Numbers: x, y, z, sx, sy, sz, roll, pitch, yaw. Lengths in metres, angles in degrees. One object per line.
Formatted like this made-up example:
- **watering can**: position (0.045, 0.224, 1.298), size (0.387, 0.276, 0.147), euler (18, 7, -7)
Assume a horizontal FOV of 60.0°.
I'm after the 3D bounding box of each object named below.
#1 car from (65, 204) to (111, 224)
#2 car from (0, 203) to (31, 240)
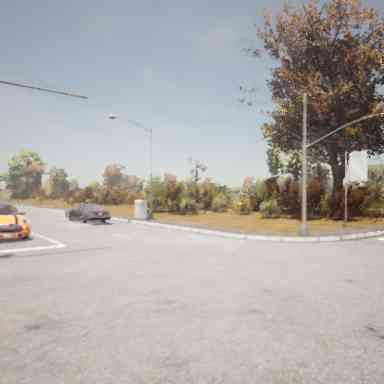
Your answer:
- **car**: position (-8.194, 1.642, 26.060), size (2.033, 1.411, 5.357), euler (1, 0, -39)
- **car**: position (-9.564, 1.371, 16.453), size (2.097, 1.767, 4.553), euler (1, 0, -39)
